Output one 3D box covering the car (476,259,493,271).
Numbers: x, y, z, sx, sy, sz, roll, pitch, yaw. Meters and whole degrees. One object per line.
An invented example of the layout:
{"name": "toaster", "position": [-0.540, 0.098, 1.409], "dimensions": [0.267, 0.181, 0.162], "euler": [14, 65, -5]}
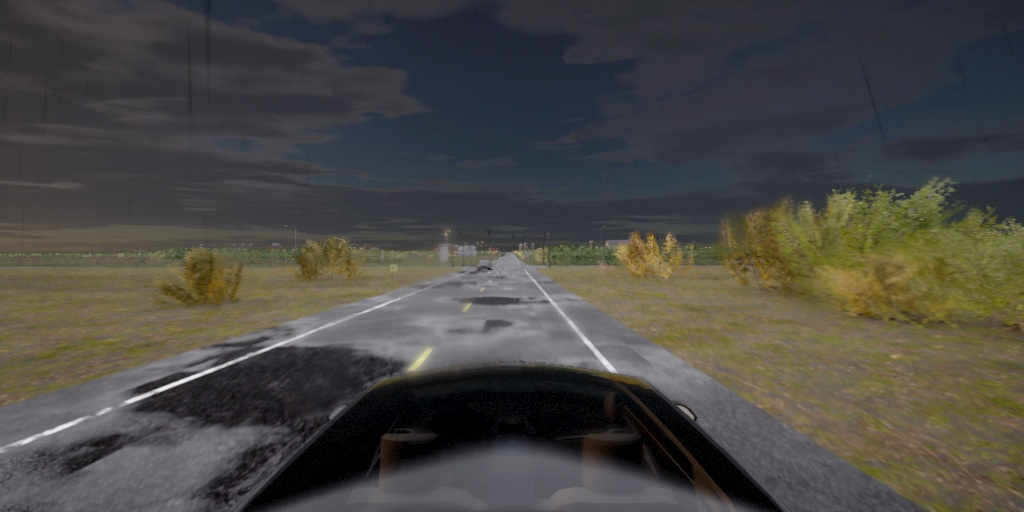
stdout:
{"name": "car", "position": [-3.527, 1.203, 46.761], "dimensions": [1.837, 1.490, 4.892], "euler": [0, 0, 1]}
